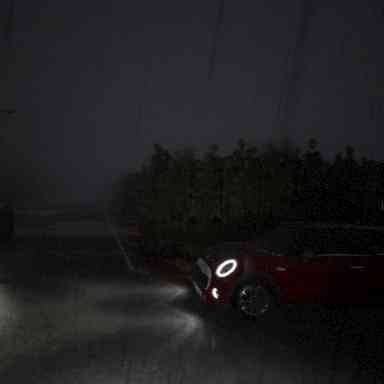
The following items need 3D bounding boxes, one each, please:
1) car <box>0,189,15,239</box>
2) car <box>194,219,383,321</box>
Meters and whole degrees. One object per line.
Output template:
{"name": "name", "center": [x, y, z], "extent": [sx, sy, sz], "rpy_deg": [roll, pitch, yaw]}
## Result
{"name": "car", "center": [-7.909, 0.899, 11.900], "extent": [2.150, 2.045, 5.566], "rpy_deg": [2, 0, -18]}
{"name": "car", "center": [2.354, 1.424, 7.030], "extent": [4.553, 1.767, 2.097], "rpy_deg": [2, 0, -9]}
